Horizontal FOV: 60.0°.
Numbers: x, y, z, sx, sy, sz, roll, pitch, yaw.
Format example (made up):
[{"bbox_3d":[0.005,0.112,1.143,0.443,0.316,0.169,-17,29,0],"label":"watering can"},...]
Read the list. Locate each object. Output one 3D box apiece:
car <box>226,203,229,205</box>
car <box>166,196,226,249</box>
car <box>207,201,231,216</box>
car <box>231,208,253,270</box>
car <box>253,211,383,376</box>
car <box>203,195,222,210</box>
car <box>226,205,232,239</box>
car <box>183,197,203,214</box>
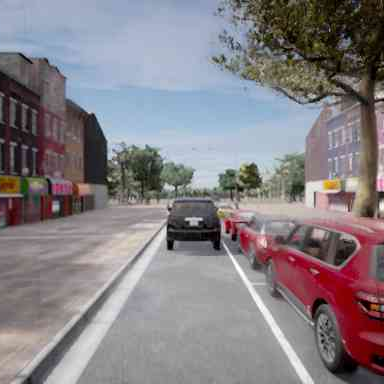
[{"bbox_3d":[2.643,1.568,27.931,1.752,1.417,4.829,0,0,0],"label":"car"},{"bbox_3d":[0.046,1.242,14.854,2.150,2.045,5.566,0,0,0],"label":"car"},{"bbox_3d":[2.644,1.608,33.305,2.008,1.369,4.403,0,0,0],"label":"car"},{"bbox_3d":[2.641,1.455,11.124,1.967,1.590,4.097,0,0,0],"label":"car"},{"bbox_3d":[2.640,1.323,5.578,2.192,1.841,5.009,0,0,0],"label":"car"},{"bbox_3d":[2.646,1.404,44.397,2.192,1.841,5.009,0,0,0],"label":"car"},{"bbox_3d":[2.642,1.567,16.670,1.887,1.381,4.507,0,0,0],"label":"car"},{"bbox_3d":[0.109,1.419,36.763,2.097,1.767,4.553,0,0,0],"label":"car"}]
